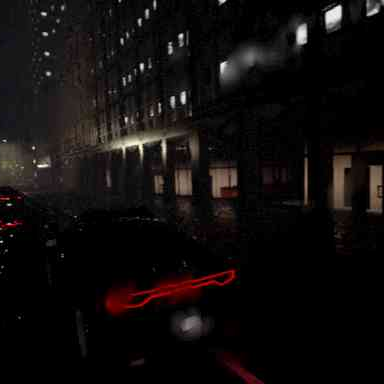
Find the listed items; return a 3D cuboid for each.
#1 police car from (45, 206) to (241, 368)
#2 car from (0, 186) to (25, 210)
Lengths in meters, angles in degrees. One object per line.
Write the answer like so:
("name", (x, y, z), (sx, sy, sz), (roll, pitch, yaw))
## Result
("police car", (-1.315, 1.096, 5.734), (1.930, 1.638, 5.238), (-5, 4, -30))
("car", (-13.608, 0.562, 24.721), (1.837, 1.490, 4.892), (-5, 4, -29))
